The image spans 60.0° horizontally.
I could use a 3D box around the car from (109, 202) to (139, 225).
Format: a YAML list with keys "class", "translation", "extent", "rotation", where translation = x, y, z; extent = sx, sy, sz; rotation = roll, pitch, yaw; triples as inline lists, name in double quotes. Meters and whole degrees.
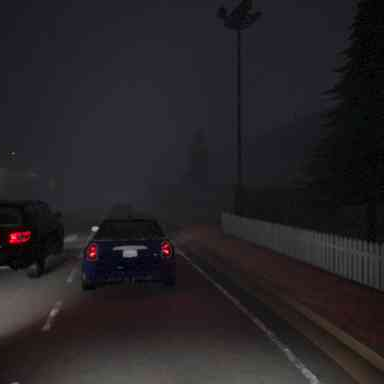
- class: "car"
  translation: [-5.320, 1.560, 25.534]
  extent: [2.033, 1.411, 5.357]
  rotation: [0, 0, -13]

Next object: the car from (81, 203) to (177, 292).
- class: "car"
  translation: [-1.725, 1.348, 9.266]
  extent: [2.097, 1.767, 4.553]
  rotation: [0, 0, -11]

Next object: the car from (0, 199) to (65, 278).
- class: "car"
  translation: [-5.328, 1.227, 10.032]
  extent: [2.150, 2.045, 5.566]
  rotation: [0, 0, -12]
